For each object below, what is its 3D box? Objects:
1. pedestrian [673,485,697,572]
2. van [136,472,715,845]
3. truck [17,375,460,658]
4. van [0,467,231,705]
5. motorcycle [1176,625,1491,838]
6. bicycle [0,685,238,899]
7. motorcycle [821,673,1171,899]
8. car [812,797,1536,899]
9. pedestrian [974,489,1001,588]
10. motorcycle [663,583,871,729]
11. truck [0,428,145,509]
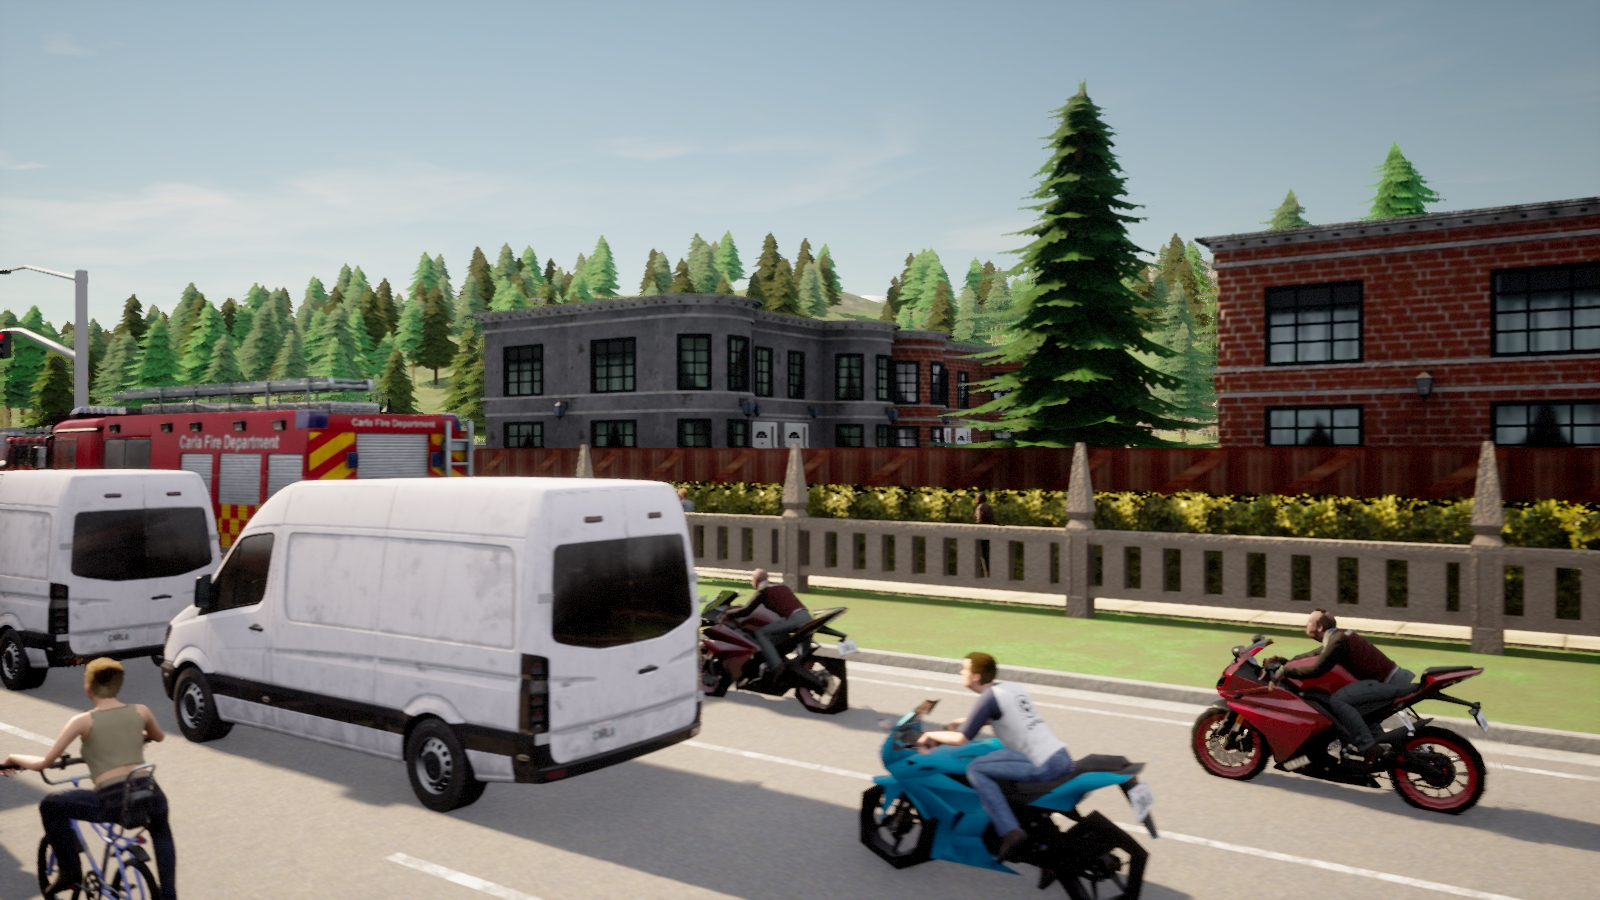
[{"bbox_3d":[-2.511,1.696,24.906,0.375,1.860,0.375,0,0,36],"label":"pedestrian"},{"bbox_3d":[-3.716,1.534,10.653,5.915,2.561,1.988,0,0,35],"label":"van"},{"bbox_3d":[-9.601,0.891,19.049,8.468,3.827,2.891,0,0,35],"label":"truck"},{"bbox_3d":[-10.072,1.534,15.107,5.915,2.561,1.988,0,0,35],"label":"van"},{"bbox_3d":[4.309,2.205,9.313,2.209,1.251,0.867,0,0,35],"label":"motorcycle"},{"bbox_3d":[-4.075,2.158,6.616,1.487,1.277,0.859,0,0,35],"label":"bicycle"},{"bbox_3d":[1.200,2.186,7.217,2.033,1.199,0.803,0,0,35],"label":"motorcycle"},{"bbox_3d":[1.935,2.066,2.431,4.193,1.474,1.816,0,0,35],"label":"car"},{"bbox_3d":[3.617,1.696,22.052,0.375,1.860,0.375,0,0,36],"label":"pedestrian"},{"bbox_3d":[-0.392,2.205,12.605,2.209,1.251,0.867,0,0,35],"label":"motorcycle"},{"bbox_3d":[-37.655,0.891,56.716,2.891,3.827,8.468,0,0,36],"label":"truck"}]
